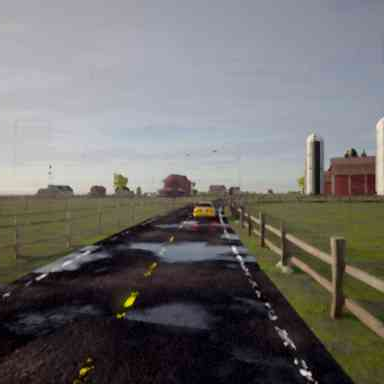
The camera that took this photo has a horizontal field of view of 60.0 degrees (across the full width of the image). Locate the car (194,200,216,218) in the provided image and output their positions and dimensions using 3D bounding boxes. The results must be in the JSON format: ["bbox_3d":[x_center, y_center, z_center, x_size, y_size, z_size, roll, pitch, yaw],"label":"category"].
[{"bbox_3d":[1.163,1.506,29.576,1.801,1.575,5.366,0,0,4],"label":"car"}]
